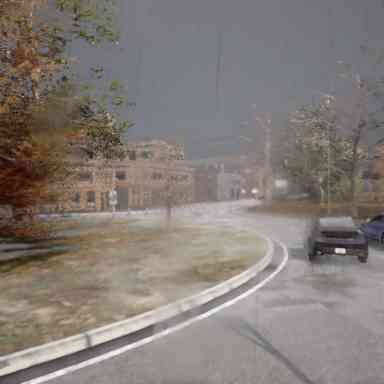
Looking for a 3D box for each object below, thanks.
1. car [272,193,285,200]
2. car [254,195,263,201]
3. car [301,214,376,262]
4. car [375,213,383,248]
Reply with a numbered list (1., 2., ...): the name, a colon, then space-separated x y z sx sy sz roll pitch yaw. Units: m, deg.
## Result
1. car: 22.796 1.356 89.392 1.994 1.385 4.181 -1 1 28
2. car: 17.519 1.479 86.293 2.128 1.511 4.902 -1 1 27
3. car: 5.342 1.620 12.747 1.837 1.490 4.892 1 0 16
4. car: 8.939 1.629 14.681 1.812 1.442 4.674 0 -1 9
